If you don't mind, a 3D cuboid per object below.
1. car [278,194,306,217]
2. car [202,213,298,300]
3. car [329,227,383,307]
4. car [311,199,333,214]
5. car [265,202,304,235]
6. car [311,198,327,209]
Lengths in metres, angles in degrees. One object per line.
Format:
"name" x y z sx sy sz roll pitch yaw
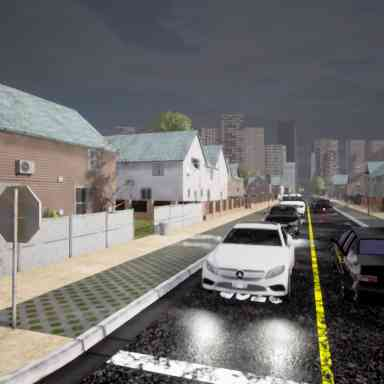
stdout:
"car" 9.369 1.236 30.991 2.150 2.045 5.566 0 0 19
"car" 1.684 1.533 8.692 1.812 1.442 4.674 0 0 19
"car" 4.445 1.551 7.947 2.033 1.411 5.357 0 0 19
"car" 14.352 1.522 36.545 1.837 1.490 4.892 0 0 18
"car" 5.225 1.517 18.983 1.837 1.490 4.892 0 0 19
"car" 17.590 1.586 46.181 1.994 1.385 4.181 0 0 19
